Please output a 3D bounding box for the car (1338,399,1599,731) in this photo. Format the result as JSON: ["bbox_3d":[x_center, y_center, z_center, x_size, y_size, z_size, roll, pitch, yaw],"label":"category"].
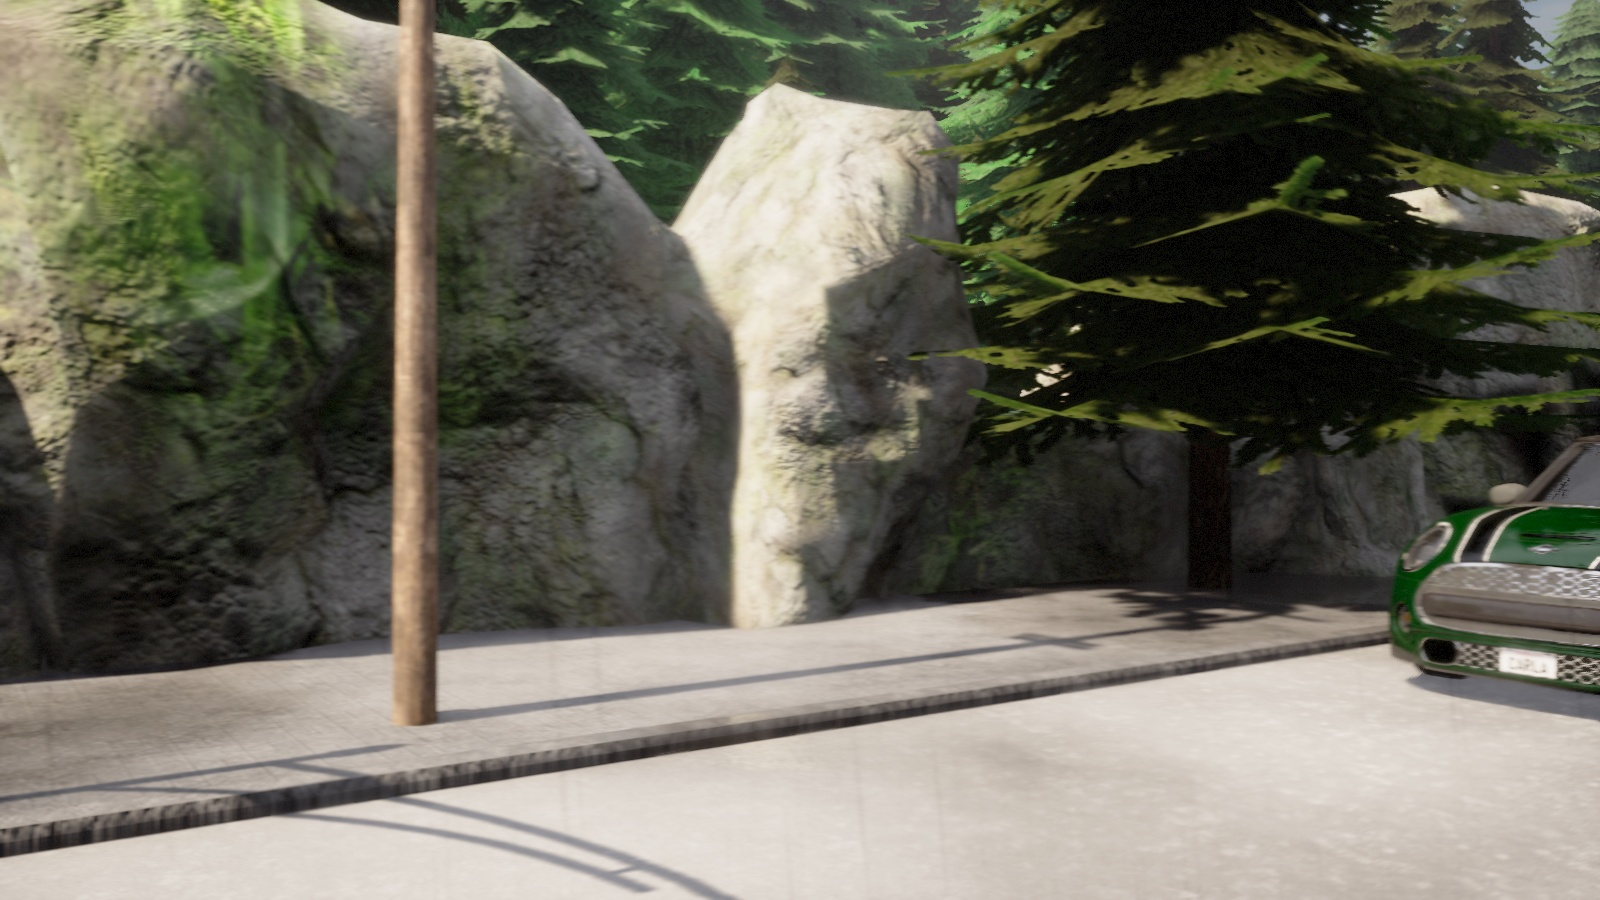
[{"bbox_3d":[5.858,0.611,8.345,4.553,1.767,2.097,0,0,-35],"label":"car"}]
